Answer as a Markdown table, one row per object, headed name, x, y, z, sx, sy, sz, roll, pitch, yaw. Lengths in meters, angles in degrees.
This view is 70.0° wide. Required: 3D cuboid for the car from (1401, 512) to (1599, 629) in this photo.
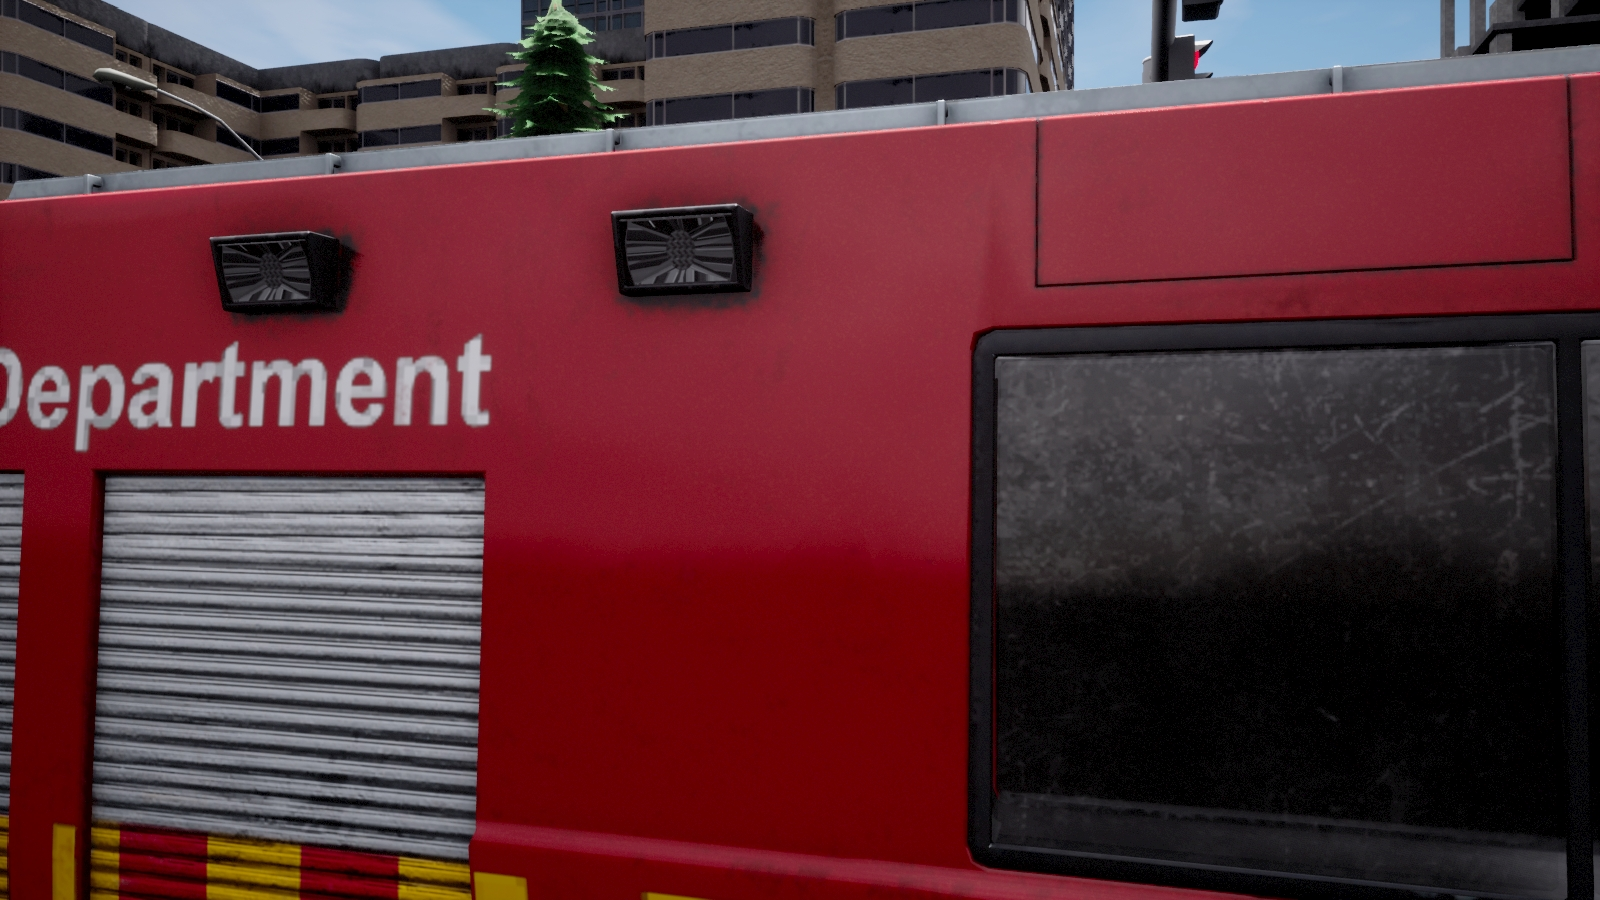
| name | x | y | z | sx | sy | sz | roll | pitch | yaw |
| --- | --- | --- | --- | --- | --- | --- | --- | --- | --- |
| car | 12.484 | 2.037 | 20.491 | 2.038 | 1.542 | 4.974 | 0 | 0 | 16 |
